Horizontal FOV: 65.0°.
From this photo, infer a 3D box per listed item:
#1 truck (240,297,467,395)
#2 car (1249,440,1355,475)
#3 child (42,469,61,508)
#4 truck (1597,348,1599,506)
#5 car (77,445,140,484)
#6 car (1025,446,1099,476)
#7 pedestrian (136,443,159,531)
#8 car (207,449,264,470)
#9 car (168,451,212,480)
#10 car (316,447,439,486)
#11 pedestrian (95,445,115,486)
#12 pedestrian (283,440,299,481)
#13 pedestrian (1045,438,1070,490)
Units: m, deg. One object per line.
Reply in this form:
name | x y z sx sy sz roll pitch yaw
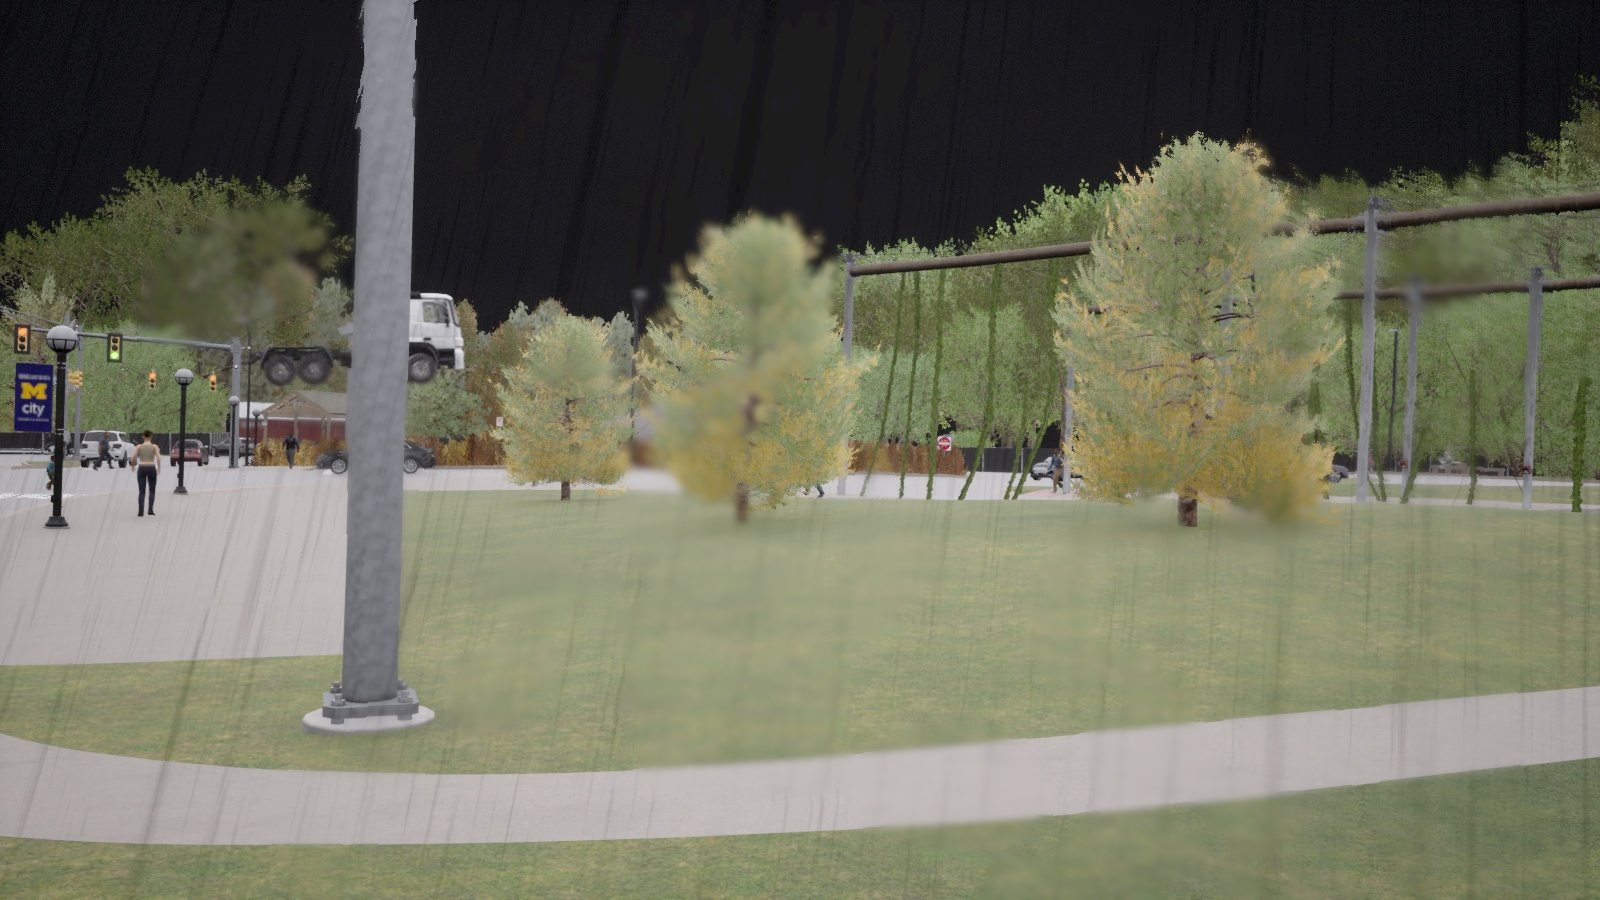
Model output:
truck | -17.325 -4.057 48.913 7.936 3.462 2.891 -4 4 -22
car | 23.038 0.349 57.745 4.193 1.474 1.816 -1 -1 8
child | -23.367 1.189 39.197 0.448 1.192 0.343 1 0 -18
truck | 23.414 -0.617 28.560 8.468 3.827 2.891 -1 -1 44
car | -38.547 0.799 70.136 2.150 2.045 5.566 -1 0 -19
car | 15.263 0.692 73.012 2.033 1.649 4.856 -2 -2 41
pedestrian | -13.717 0.771 26.413 0.345 1.836 0.594 1 0 -20
car | -40.489 0.687 90.105 3.806 1.475 1.970 0 1 33
car | -36.864 0.901 75.985 1.851 1.617 3.988 -1 1 -19
car | -18.054 0.697 53.746 4.892 1.490 1.837 -1 1 -20
pedestrian | -31.677 0.702 57.251 0.694 1.848 0.540 1 0 -14
pedestrian | -23.822 0.497 58.820 0.563 1.883 0.849 1 0 -15
pedestrian | 9.819 0.529 47.883 0.788 1.949 0.423 1 0 -29
